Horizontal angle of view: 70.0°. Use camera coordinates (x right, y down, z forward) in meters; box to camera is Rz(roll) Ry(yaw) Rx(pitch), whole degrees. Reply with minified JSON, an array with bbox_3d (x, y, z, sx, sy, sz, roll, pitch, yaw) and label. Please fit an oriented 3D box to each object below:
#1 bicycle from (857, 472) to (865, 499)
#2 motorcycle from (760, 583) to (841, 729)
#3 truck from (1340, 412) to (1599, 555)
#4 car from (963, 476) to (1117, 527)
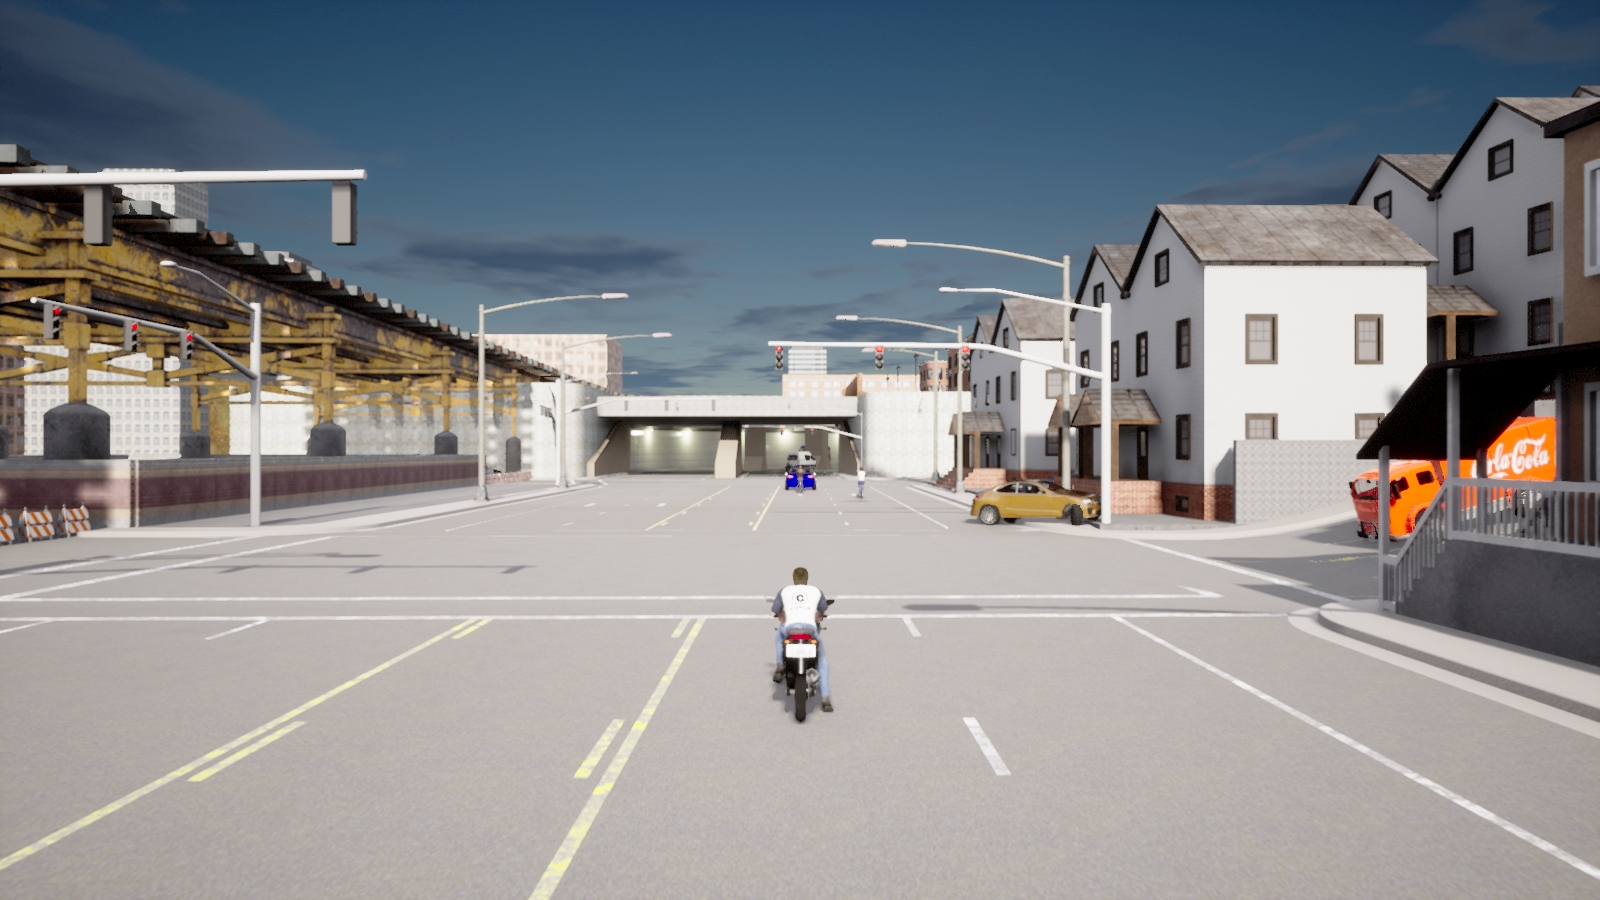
[{"bbox_3d":[3.529,2.032,65.824,0.373,1.521,1.643,0,0,0],"label":"bicycle"},{"bbox_3d":[0.007,2.171,12.409,0.803,1.224,2.033,0,0,0],"label":"motorcycle"},{"bbox_3d":[18.378,0.884,31.573,5.204,2.467,2.627,-16,0,-1],"label":"truck"},{"bbox_3d":[8.829,1.910,42.239,5.027,1.651,2.152,-3,0,36],"label":"car"}]
